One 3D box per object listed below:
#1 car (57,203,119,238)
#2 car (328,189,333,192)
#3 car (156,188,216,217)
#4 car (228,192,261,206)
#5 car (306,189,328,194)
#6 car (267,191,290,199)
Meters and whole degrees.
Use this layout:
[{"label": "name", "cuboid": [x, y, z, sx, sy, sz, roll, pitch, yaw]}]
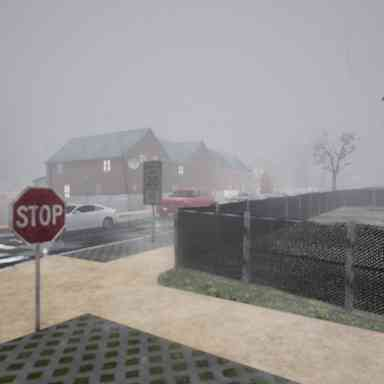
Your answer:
[{"label": "car", "cuboid": [-5.752, 1.278, 16.511, 1.812, 1.442, 4.674, 0, 1, 36]}, {"label": "car", "cuboid": [21.991, 0.267, 52.946, 1.994, 1.385, 4.181, 0, 1, 34]}, {"label": "car", "cuboid": [-0.280, 0.739, 24.668, 2.150, 2.045, 5.566, 0, 1, 34]}, {"label": "car", "cuboid": [5.236, 0.775, 32.969, 2.128, 1.511, 4.902, 0, 1, 34]}, {"label": "car", "cuboid": [16.467, 0.443, 44.601, 1.812, 1.442, 4.674, 0, 1, 33]}, {"label": "car", "cuboid": [10.800, 0.620, 41.314, 1.994, 1.385, 4.181, 0, 1, 34]}]
